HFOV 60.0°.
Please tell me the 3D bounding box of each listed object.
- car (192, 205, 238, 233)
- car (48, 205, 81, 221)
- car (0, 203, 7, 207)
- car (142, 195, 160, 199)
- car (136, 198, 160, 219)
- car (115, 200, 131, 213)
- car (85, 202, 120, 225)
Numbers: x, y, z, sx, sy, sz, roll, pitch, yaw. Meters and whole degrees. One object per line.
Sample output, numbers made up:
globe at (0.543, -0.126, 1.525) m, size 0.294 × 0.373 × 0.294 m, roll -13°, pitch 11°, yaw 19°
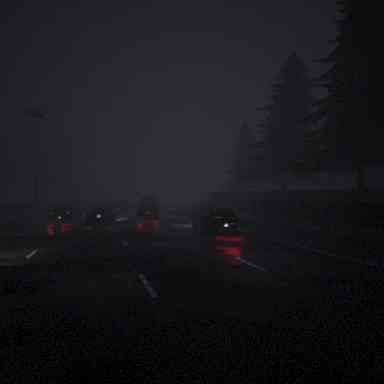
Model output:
car at (1.284, 1.556, 20.216) m, size 1.837 × 1.490 × 4.892 m, roll -1°, pitch -1°, yaw -13°
car at (-11.017, 1.768, 29.073) m, size 1.895 × 1.301 × 4.718 m, roll 0°, pitch 0°, yaw -8°
car at (-22.641, 1.822, 37.168) m, size 2.033 × 1.411 × 5.357 m, roll 0°, pitch 0°, yaw -4°
car at (-5.167, 1.387, 41.160) m, size 2.150 × 2.045 × 5.566 m, roll 0°, pitch 0°, yaw -4°
car at (-4.133, 1.602, 30.742) m, size 1.882 × 1.535 × 5.008 m, roll 0°, pitch 0°, yaw -8°
car at (-8.594, 1.711, 40.245) m, size 1.812 × 1.442 × 4.674 m, roll 0°, pitch 0°, yaw -4°
car at (-6.871, 1.690, 25.405) m, size 1.994 × 1.385 × 4.181 m, roll 0°, pitch 0°, yaw -9°
